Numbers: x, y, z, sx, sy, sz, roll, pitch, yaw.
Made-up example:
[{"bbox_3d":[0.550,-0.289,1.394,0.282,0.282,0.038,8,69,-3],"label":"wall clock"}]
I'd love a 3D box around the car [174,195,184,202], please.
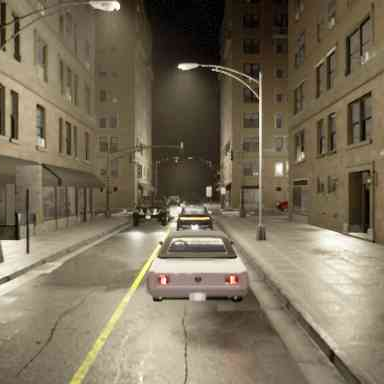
[{"bbox_3d":[-2.815,1.396,51.231,2.097,1.767,4.553,0,0,0],"label":"car"}]

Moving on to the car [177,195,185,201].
[{"bbox_3d":[-2.711,1.538,82.210,1.837,1.490,4.892,0,0,0],"label":"car"}]

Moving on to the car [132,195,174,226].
[{"bbox_3d":[-2.739,1.228,23.581,2.150,2.045,5.566,0,0,0],"label":"car"}]

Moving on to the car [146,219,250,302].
[{"bbox_3d":[0.108,1.601,8.200,1.895,1.301,4.718,0,0,0],"label":"car"}]

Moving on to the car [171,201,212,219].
[{"bbox_3d":[0.115,1.497,18.421,2.128,1.511,4.902,0,0,-1],"label":"car"}]

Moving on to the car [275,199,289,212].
[{"bbox_3d":[12.285,1.349,38.659,5.009,1.841,2.192,0,0,0],"label":"car"}]
